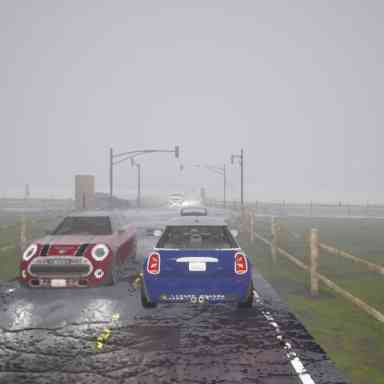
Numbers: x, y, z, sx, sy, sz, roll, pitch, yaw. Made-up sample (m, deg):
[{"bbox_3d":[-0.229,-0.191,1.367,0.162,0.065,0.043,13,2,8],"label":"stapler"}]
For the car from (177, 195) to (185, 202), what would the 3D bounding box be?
[{"bbox_3d":[-2.700,1.549,80.242,1.812,1.442,4.674,0,0,0],"label":"car"}]

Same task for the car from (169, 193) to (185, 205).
[{"bbox_3d":[-2.838,1.237,59.878,2.150,2.045,5.566,0,0,0],"label":"car"}]

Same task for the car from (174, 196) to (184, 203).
[{"bbox_3d":[-2.733,1.615,69.899,1.895,1.301,4.718,0,0,0],"label":"car"}]

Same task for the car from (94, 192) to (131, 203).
[{"bbox_3d":[-9.589,1.074,37.493,5.566,2.045,2.150,1,0,-16],"label":"car"}]

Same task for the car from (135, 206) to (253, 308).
[{"bbox_3d":[0.096,1.353,8.068,2.097,1.767,4.553,0,0,0],"label":"car"}]

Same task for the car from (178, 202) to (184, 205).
[{"bbox_3d":[0.091,1.507,17.234,1.837,1.490,4.892,0,0,0],"label":"car"}]

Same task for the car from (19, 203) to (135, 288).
[{"bbox_3d":[-2.862,1.353,9.361,2.097,1.767,4.553,0,0,0],"label":"car"}]
